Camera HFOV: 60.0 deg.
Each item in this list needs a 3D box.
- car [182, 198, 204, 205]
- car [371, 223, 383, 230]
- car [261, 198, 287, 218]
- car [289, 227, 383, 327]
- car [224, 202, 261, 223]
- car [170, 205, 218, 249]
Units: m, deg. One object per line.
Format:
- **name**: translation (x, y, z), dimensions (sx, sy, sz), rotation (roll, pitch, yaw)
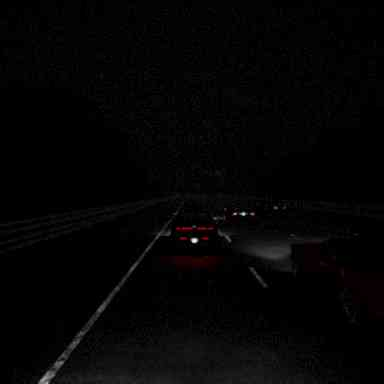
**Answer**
- **car**: translation (0.101, 1.539, 30.697), dimensions (1.837, 1.490, 4.892), rotation (0, 0, 0)
- **car**: translation (7.085, 1.489, 10.448), dimensions (1.882, 1.535, 5.008), rotation (0, 0, 0)
- **car**: translation (7.100, 1.386, 30.369), dimensions (2.097, 1.767, 4.553), rotation (0, 0, 0)
- **car**: translation (3.566, 1.609, 7.017), dimensions (1.895, 1.301, 4.718), rotation (0, 0, 0)
- **car**: translation (3.590, 1.576, 25.553), dimensions (2.033, 1.411, 5.357), rotation (0, 0, 0)
- **car**: translation (0.096, 1.521, 14.600), dimensions (1.837, 1.490, 4.892), rotation (0, 0, 0)
